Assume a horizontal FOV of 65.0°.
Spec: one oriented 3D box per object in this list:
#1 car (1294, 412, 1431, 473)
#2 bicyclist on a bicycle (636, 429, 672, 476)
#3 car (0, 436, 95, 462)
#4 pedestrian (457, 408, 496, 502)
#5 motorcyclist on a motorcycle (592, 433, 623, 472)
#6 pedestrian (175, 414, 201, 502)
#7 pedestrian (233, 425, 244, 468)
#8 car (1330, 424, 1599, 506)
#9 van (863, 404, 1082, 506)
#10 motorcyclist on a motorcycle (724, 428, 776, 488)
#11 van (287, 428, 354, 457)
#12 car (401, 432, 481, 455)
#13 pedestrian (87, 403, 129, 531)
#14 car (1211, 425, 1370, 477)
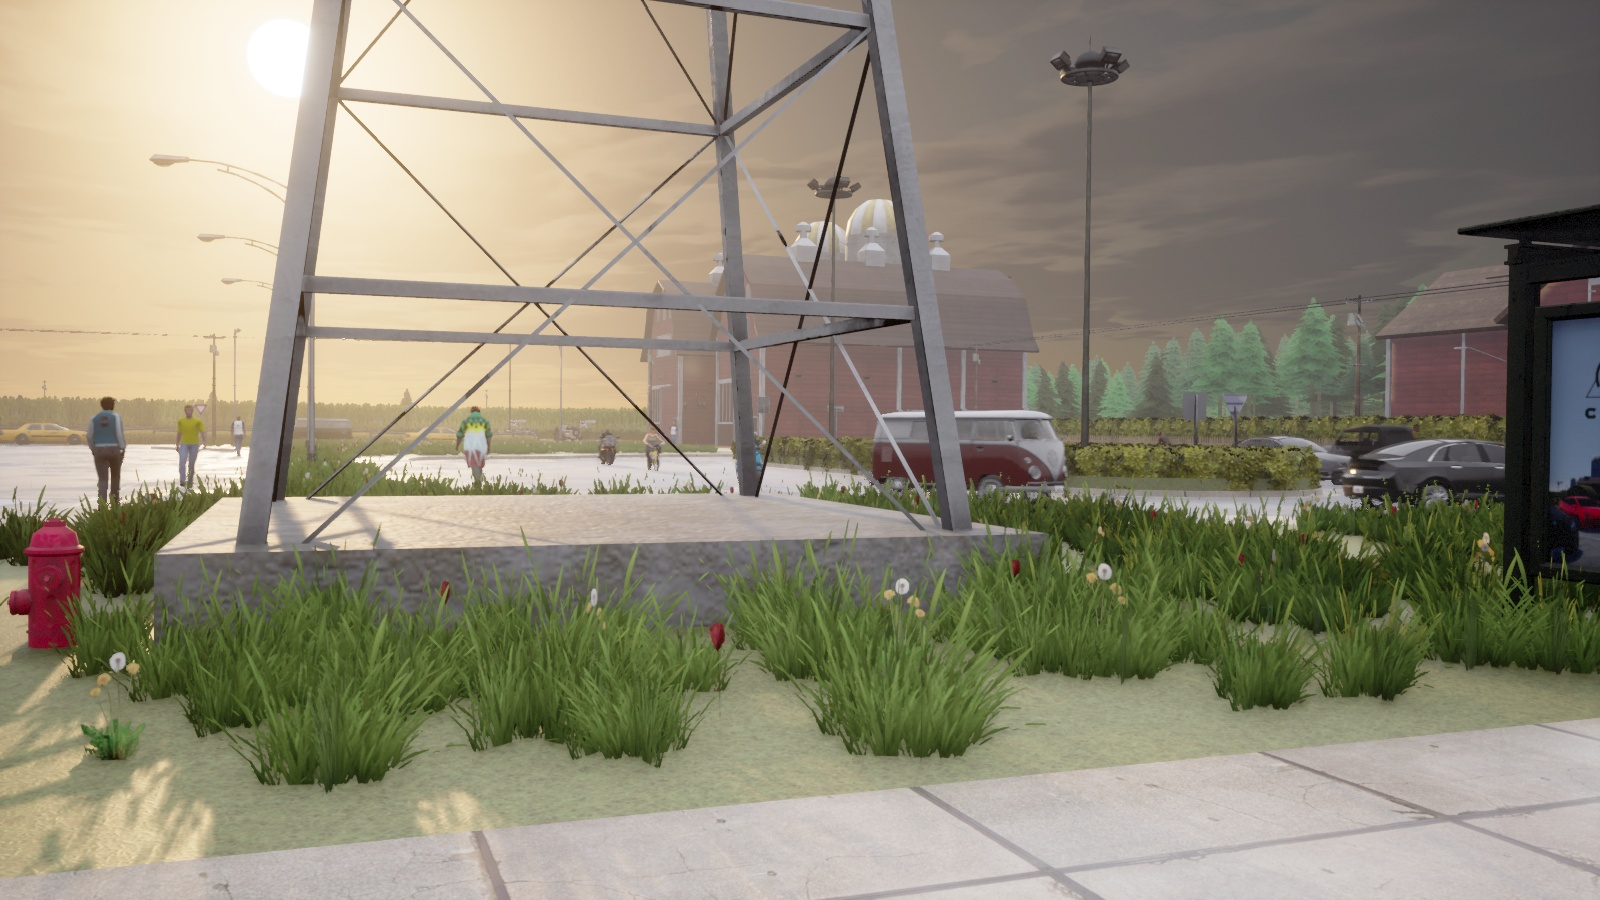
[{"bbox_3d":[18.374,-0.275,41.187,1.905,1.878,3.866,-1,1,-21],"label":"car"},{"bbox_3d":[-5.176,0.068,44.431,0.866,1.612,1.509,-1,1,-21],"label":"bicyclist on a bicycle"},{"bbox_3d":[-48.905,-0.059,81.436,5.366,1.575,1.801,-1,1,-21],"label":"car"},{"bbox_3d":[-6.879,0.090,26.704,0.659,1.952,0.873,-1,1,-23],"label":"pedestrian"},{"bbox_3d":[-7.859,0.086,51.148,0.866,1.530,2.191,-1,1,-19],"label":"motorcyclist on a motorcycle"},{"bbox_3d":[-12.988,0.160,26.663,0.354,1.836,0.706,-1,1,-18],"label":"pedestrian"},{"bbox_3d":[-23.819,-0.156,53.258,0.354,1.836,0.706,-1,1,-23],"label":"pedestrian"},{"bbox_3d":[13.352,0.251,25.105,4.892,1.490,1.837,-1,1,-12],"label":"car"},{"bbox_3d":[3.577,0.080,26.641,1.775,1.987,4.442,-2,1,-44],"label":"van"},{"bbox_3d":[-1.405,0.201,34.775,0.866,1.590,1.817,-1,1,-21],"label":"motorcyclist on a motorcycle"},{"bbox_3d":[-34.609,-0.550,90.661,4.442,1.987,1.775,-1,1,-21],"label":"van"},{"bbox_3d":[-25.843,-0.454,90.298,5.366,1.575,1.801,-1,1,-21],"label":"car"},{"bbox_3d":[-10.706,0.253,19.440,0.396,1.930,0.692,-1,1,-17],"label":"pedestrian"},{"bbox_3d":[15.288,-0.004,39.472,1.837,1.490,4.892,-1,1,-21],"label":"car"}]
